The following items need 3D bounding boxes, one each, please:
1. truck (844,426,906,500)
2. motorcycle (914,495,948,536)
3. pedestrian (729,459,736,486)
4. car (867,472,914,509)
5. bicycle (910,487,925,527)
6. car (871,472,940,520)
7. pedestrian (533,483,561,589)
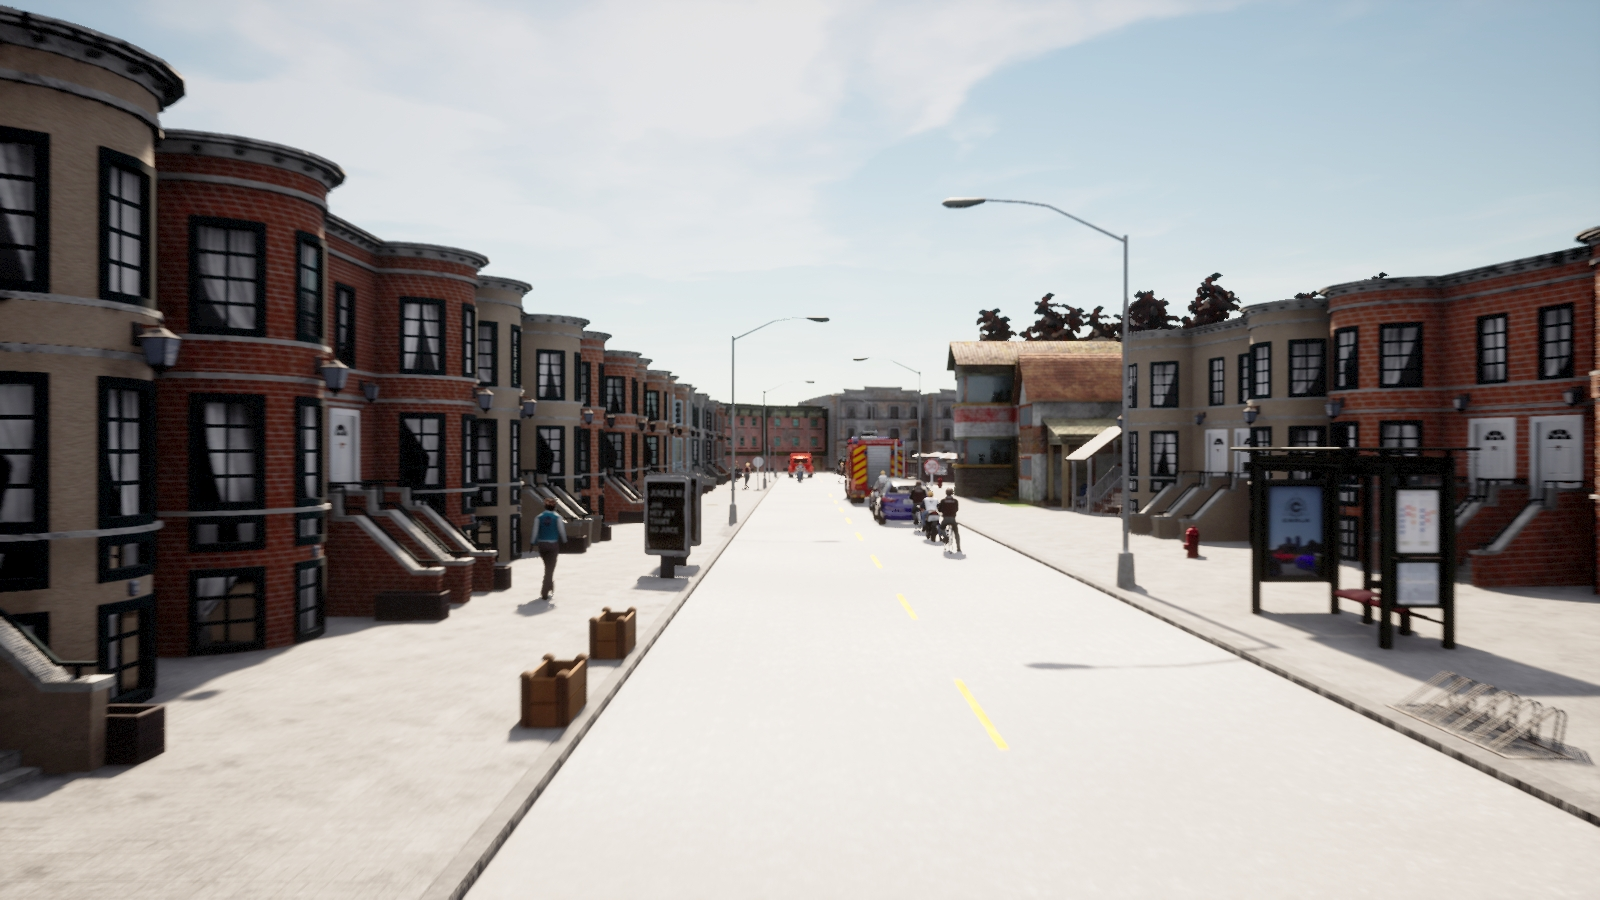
[{"bbox_3d":[4.027,0.671,62.925,2.891,3.827,8.468,0,0,0],"label":"truck"},{"bbox_3d":[4.017,1.993,35.091,0.803,1.145,2.033,0,0,0],"label":"motorcycle"},{"bbox_3d":[-4.609,1.524,77.751,0.375,1.860,0.375,0,0,19],"label":"pedestrian"},{"bbox_3d":[4.032,1.800,51.266,1.789,1.549,3.705,0,0,0],"label":"car"},{"bbox_3d":[4.013,1.940,39.003,0.329,1.271,1.835,0,0,0],"label":"bicycle"},{"bbox_3d":[4.023,1.747,44.255,2.242,1.667,4.611,0,0,0],"label":"car"},{"bbox_3d":[-4.510,1.525,20.372,0.375,1.860,0.375,0,0,5],"label":"pedestrian"}]
